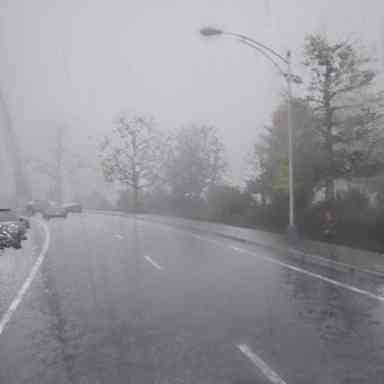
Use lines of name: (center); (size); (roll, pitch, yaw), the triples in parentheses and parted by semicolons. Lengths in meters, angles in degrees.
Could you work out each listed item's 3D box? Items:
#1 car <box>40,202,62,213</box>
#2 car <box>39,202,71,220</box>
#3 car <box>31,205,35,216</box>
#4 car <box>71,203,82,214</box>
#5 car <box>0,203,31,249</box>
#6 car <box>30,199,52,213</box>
car: (-22.269, 2.422, 52.491); (1.837, 1.490, 4.892); (-2, 0, -39)
car: (-14.432, 2.117, 34.917); (1.994, 1.385, 4.181); (-2, 0, -30)
car: (-12.965, 1.978, 24.566); (2.033, 1.411, 5.357); (-2, -1, -27)
car: (-16.093, 2.142, 44.065); (1.882, 1.535, 5.008); (-2, 0, -34)
car: (-8.828, 1.585, 15.200); (2.097, 1.767, 4.553); (-2, 0, -23)
car: (-20.393, 2.034, 44.148); (2.150, 2.045, 5.566); (-2, 0, -35)
